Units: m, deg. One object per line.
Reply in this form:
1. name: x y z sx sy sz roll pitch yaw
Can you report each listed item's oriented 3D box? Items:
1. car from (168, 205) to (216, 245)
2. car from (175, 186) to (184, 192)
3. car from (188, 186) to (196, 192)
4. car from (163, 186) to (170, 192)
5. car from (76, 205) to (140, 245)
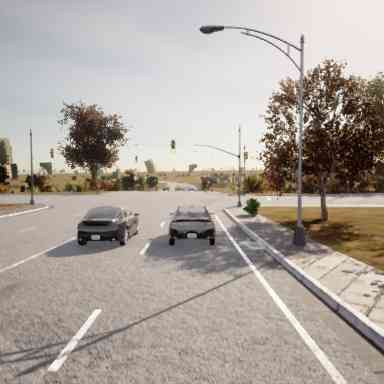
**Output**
1. car: 0.001 1.321 14.509 2.128 1.511 4.902 0 1 0
2. car: -3.498 -0.846 87.510 1.882 1.535 5.008 0 0 0
3. car: 0.002 -0.817 87.093 1.812 1.442 4.674 0 0 0
4. car: -6.998 -0.833 91.276 1.837 1.490 4.892 0 0 0
5. car: -3.499 1.341 14.510 1.837 1.490 4.892 0 1 0
